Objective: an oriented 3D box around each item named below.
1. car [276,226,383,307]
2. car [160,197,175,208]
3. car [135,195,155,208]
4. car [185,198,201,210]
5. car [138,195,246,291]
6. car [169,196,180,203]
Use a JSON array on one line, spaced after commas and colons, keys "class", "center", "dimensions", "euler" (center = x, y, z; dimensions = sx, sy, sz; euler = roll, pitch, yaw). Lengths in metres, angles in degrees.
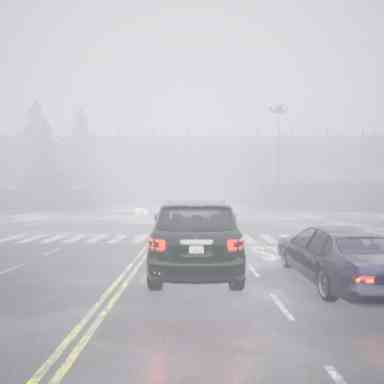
[{"class": "car", "center": [3.587, 1.541, 8.175], "dimensions": [2.033, 1.411, 5.357], "euler": [0, 0, 0]}, {"class": "car", "center": [-3.574, 1.526, 49.240], "dimensions": [1.994, 1.385, 4.181], "euler": [0, 0, 0]}, {"class": "car", "center": [-7.076, 1.455, 48.569], "dimensions": [2.128, 1.511, 4.902], "euler": [0, 0, 0]}, {"class": "car", "center": [0.108, 1.531, 44.034], "dimensions": [1.994, 1.385, 4.181], "euler": [0, 0, 0]}, {"class": "car", "center": [0.093, 1.215, 9.133], "dimensions": [2.150, 2.045, 5.566], "euler": [0, 0, 0]}, {"class": "car", "center": [-3.494, 1.496, 68.066], "dimensions": [2.033, 1.411, 5.357], "euler": [0, 0, 0]}]
